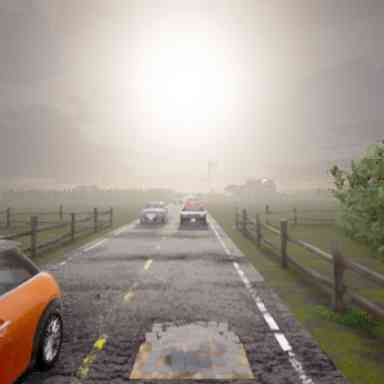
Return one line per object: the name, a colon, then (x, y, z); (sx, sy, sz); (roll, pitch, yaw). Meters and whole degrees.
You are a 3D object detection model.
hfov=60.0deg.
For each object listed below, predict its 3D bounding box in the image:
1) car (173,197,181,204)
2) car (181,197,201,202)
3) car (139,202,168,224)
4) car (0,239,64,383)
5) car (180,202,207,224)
car: (-2.791, 1.695, 66.251); (2.128, 1.511, 4.902); (0, 0, 0)
car: (0.078, 1.462, 42.357); (2.097, 1.767, 4.553); (0, 0, 0)
car: (-2.859, 1.552, 25.573); (2.128, 1.511, 4.902); (0, 0, 0)
car: (-2.818, 1.358, 2.658); (2.097, 1.767, 4.553); (0, 0, 0)
car: (0.089, 1.660, 25.198); (1.895, 1.301, 4.718); (0, 0, 0)
